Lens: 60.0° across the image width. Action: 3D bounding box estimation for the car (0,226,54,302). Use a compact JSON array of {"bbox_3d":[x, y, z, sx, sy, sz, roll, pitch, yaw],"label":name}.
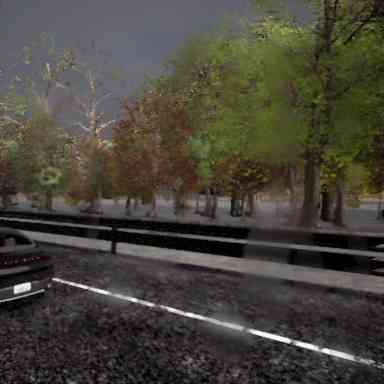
[{"bbox_3d":[-5.084,1.512,7.477,4.892,1.490,1.837,0,0,35],"label":"car"}]
